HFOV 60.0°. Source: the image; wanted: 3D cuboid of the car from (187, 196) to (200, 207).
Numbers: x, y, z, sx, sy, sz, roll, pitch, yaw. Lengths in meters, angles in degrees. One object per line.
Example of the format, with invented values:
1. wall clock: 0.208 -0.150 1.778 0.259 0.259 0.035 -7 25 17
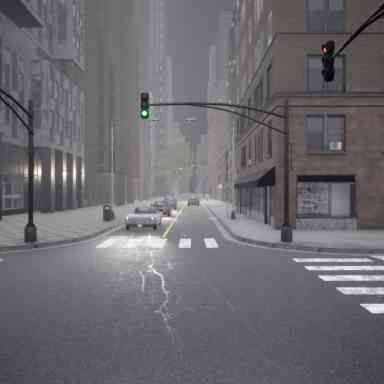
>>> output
1. car: 0.240 1.480 52.271 2.128 1.511 4.902 0 0 0

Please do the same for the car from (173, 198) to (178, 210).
1. car: -2.891 1.484 42.902 2.128 1.511 4.902 0 0 1

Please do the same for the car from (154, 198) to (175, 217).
1. car: -2.958 1.561 31.211 1.994 1.385 4.181 0 0 0

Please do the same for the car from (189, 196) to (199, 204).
1. car: 0.288 1.506 62.693 1.812 1.442 4.674 0 0 0

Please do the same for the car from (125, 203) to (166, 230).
1. car: -2.992 1.600 21.202 1.895 1.301 4.718 0 0 0
